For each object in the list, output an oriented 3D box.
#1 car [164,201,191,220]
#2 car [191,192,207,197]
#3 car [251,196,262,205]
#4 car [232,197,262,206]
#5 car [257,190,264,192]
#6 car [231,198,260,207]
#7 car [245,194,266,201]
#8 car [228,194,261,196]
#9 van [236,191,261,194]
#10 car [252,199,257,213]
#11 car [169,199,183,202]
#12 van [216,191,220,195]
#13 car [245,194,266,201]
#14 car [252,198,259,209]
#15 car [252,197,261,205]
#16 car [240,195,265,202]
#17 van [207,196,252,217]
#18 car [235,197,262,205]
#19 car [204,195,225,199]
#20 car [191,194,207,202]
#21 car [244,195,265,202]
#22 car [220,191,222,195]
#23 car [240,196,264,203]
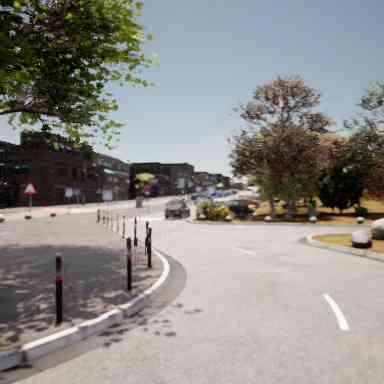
[{"bbox_3d":[-1.442,2.074,35.479,1.837,1.490,4.892,0,1,15],"label":"car"},{"bbox_3d":[2.447,1.110,83.224,5.566,2.045,2.435,0,1,14],"label":"car"},{"bbox_3d":[7.804,1.824,51.245,5.008,1.535,2.097,0,1,14],"label":"car"},{"bbox_3d":[9.856,1.703,59.314,5.008,1.535,2.097,0,1,14],"label":"car"},{"bbox_3d":[17.398,1.017,88.894,5.566,2.045,2.435,0,1,14],"label":"car"},{"bbox_3d":[9.171,1.783,56.625,4.674,1.452,2.002,0,1,14],"label":"car"},{"bbox_3d":[16.055,1.347,83.511,5.008,1.535,2.097,0,1,14],"label":"car"},{"bbox_3d":[8.516,1.658,53.926,4.553,1.767,2.185,0,1,14],"label":"car"},{"bbox_3d":[11.349,1.398,64.659,4.442,1.987,1.878,0,1,14],"label":"van"},{"bbox_3d":[5.076,2.019,40.486,4.792,1.488,2.163,0,1,14],"label":"car"},{"bbox_3d":[-2.318,1.788,45.704,2.097,1.767,4.553,0,1,14],"label":"car"},{"bbox_3d":[4.672,1.016,91.335,4.442,1.987,1.878,0,1,14],"label":"van"},{"bbox_3d":[15.369,1.388,80.821,4.892,1.521,2.231,0,1,14],"label":"car"},{"bbox_3d":[5.556,1.944,43.229,5.366,1.575,1.946,0,1,14],"label":"car"},{"bbox_3d":[7.105,1.866,48.560,4.892,1.521,2.231,0,1,14],"label":"car"},{"bbox_3d":[13.807,1.462,75.492,5.366,1.575,1.946,0,1,14],"label":"car"},{"bbox_3d":[4.247,1.805,37.831,4.442,1.987,1.878,0,1,14],"label":"van"},{"bbox_3d":[10.546,1.703,62.005,4.674,1.452,2.002,0,1,14],"label":"car"},{"bbox_3d":[4.004,1.760,56.569,2.128,1.511,4.902,0,1,14],"label":"car"},{"bbox_3d":[1.884,1.668,61.929,1.882,1.535,5.008,0,1,15],"label":"car"},{"bbox_3d":[14.703,1.456,78.128,4.792,1.488,2.163,0,1,14],"label":"car"},{"bbox_3d":[5.248,1.201,94.085,5.008,1.535,2.097,0,1,14],"label":"car"},{"bbox_3d":[12.584,1.574,70.076,4.792,1.488,2.163,0,1,14],"label":"car"}]
